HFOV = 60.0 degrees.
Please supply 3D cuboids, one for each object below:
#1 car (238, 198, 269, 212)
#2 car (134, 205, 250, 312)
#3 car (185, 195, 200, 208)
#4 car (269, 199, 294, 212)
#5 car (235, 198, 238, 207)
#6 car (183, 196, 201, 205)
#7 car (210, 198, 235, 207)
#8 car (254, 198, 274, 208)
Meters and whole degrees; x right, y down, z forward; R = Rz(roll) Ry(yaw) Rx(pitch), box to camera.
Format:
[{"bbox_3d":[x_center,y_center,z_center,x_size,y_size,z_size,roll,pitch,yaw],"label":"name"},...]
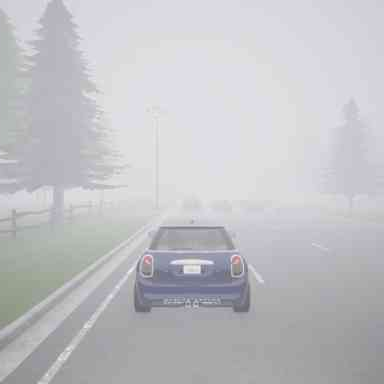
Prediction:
[{"bbox_3d":[7.011,1.547,38.491,2.033,1.411,5.357,0,0,0],"label":"car"},{"bbox_3d":[0.002,1.352,7.842,2.097,1.767,4.553,0,0,0],"label":"car"},{"bbox_3d":[0.014,1.352,48.883,2.097,1.767,4.553,0,0,0],"label":"car"},{"bbox_3d":[10.511,1.526,38.906,1.812,1.442,4.674,0,0,0],"label":"car"},{"bbox_3d":[7.014,1.564,48.911,1.994,1.385,4.181,0,0,0],"label":"car"},{"bbox_3d":[0.011,1.352,38.879,2.097,1.767,4.553,0,0,0],"label":"car"},{"bbox_3d":[3.511,1.564,38.908,1.994,1.385,4.181,0,0,0],"label":"car"},{"bbox_3d":[10.514,1.564,48.910,1.994,1.385,4.181,0,0,0],"label":"car"}]
